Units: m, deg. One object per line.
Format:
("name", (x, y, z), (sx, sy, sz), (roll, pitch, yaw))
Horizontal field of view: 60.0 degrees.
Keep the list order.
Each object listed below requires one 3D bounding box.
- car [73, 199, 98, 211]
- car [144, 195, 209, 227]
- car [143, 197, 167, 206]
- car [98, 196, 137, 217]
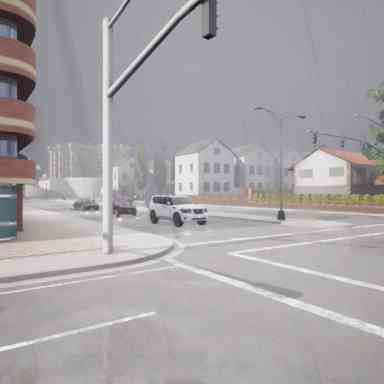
("car", (-13.053, 1.547, 40.772), (2.033, 1.411, 5.357), (0, 0, -35))
("car", (-1.110, 1.221, 23.468), (2.150, 2.045, 5.566), (0, 0, -35))
("car", (-6.510, 1.548, 58.022), (2.033, 1.411, 5.357), (0, 0, -34))
("car", (-7.013, 1.476, 32.010), (1.882, 1.535, 5.008), (0, 0, -34))
